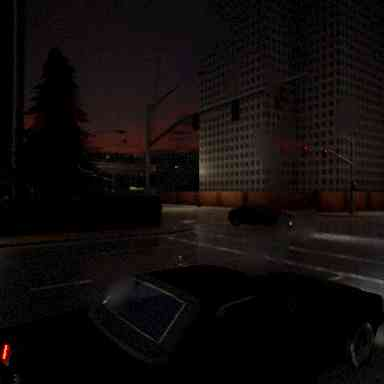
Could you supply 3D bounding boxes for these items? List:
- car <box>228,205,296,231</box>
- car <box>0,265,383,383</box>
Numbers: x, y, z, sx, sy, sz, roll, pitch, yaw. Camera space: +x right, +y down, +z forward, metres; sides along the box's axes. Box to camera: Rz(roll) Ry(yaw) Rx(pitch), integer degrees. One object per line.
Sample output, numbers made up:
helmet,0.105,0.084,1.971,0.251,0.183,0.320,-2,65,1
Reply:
car,4.420,1.605,21.688,2.128,1.511,4.902,0,0,-36
car,0.425,1.620,4.086,4.718,1.301,1.895,0,0,-36
